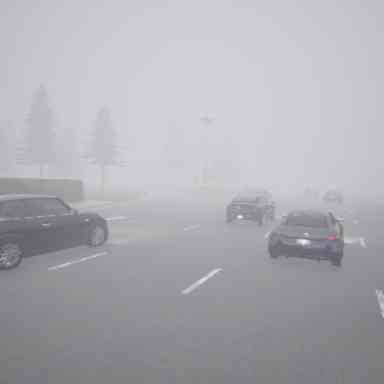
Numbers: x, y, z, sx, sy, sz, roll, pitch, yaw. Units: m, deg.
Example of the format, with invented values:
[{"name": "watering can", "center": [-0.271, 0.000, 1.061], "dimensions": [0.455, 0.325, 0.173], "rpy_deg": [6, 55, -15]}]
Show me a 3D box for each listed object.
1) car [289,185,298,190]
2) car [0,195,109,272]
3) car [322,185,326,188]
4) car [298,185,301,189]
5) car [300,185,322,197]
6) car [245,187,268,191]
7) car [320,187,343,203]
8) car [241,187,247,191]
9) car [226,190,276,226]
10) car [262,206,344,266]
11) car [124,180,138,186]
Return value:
[{"name": "car", "center": [26.534, -1.155, 86.780], "dimensions": [2.128, 1.511, 4.902], "rpy_deg": [3, 2, 24]}, {"name": "car", "center": [-4.416, 0.849, 9.446], "dimensions": [2.097, 1.767, 4.553], "rpy_deg": [3, 2, 24]}, {"name": "car", "center": [35.017, -0.998, 88.573], "dimensions": [2.128, 1.511, 4.902], "rpy_deg": [3, 2, 24]}, {"name": "car", "center": [28.246, -0.912, 82.074], "dimensions": [2.033, 1.411, 5.357], "rpy_deg": [3, 2, 24]}, {"name": "car", "center": [19.102, -0.077, 53.068], "dimensions": [2.128, 1.511, 4.902], "rpy_deg": [3, 3, 24]}, {"name": "car", "center": [7.381, 0.397, 35.608], "dimensions": [1.895, 1.301, 4.718], "rpy_deg": [3, 2, 24]}, {"name": "car", "center": [16.433, 0.484, 38.662], "dimensions": [1.994, 1.385, 4.181], "rpy_deg": [3, 3, 24]}, {"name": "car", "center": [8.131, -0.031, 45.769], "dimensions": [2.033, 1.411, 5.357], "rpy_deg": [3, 2, 24]}, {"name": "car", "center": [3.311, 0.873, 18.082], "dimensions": [1.837, 1.490, 4.892], "rpy_deg": [3, 2, 24]}, {"name": "car", "center": [3.773, 1.235, 10.612], "dimensions": [1.994, 1.385, 4.181], "rpy_deg": [3, 2, 24]}, {"name": "car", "center": [-15.719, -2.221, 86.971], "dimensions": [1.895, 1.301, 4.718], "rpy_deg": [0, 2, -25]}]
